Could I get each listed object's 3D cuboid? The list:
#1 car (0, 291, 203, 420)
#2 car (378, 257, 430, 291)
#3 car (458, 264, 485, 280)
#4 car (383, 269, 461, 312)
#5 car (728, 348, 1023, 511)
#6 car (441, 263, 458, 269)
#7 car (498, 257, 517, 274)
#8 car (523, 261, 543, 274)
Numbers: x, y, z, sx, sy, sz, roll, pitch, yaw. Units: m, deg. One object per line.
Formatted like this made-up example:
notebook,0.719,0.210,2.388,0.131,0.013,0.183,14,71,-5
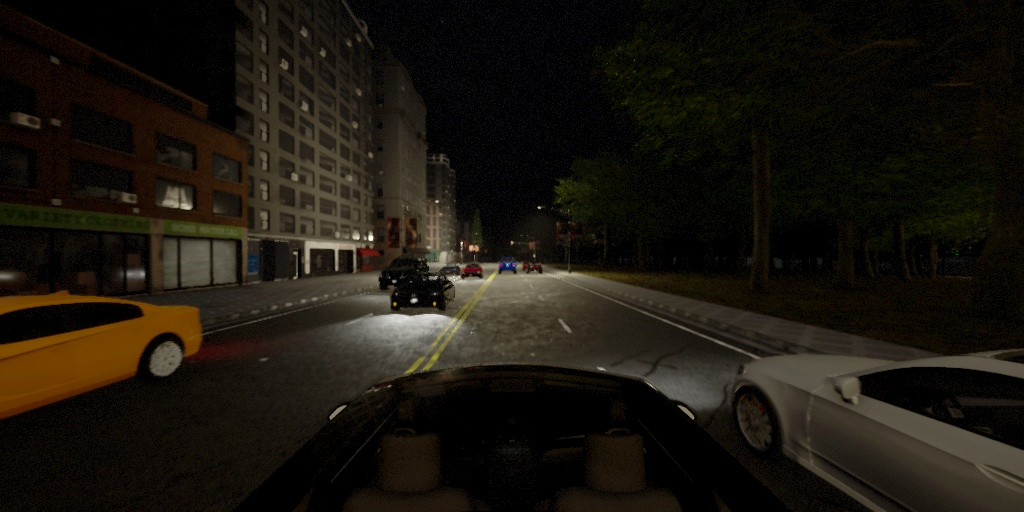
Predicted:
car,-6.620,1.276,4.466,1.882,1.535,5.008,0,0,-1
car,-6.851,1.117,23.539,2.150,2.045,5.566,0,0,-1
car,-3.734,1.464,34.582,1.812,1.442,4.674,0,0,0
car,-3.490,1.400,14.727,1.994,1.385,4.181,0,0,-1
car,3.289,1.260,2.022,1.812,1.442,4.674,0,0,0
car,-7.045,1.554,41.555,1.994,1.385,4.181,0,0,0
car,-0.544,1.193,44.470,2.150,2.045,5.566,0,0,-1
car,2.707,1.460,44.483,1.837,1.490,4.892,0,0,-1
